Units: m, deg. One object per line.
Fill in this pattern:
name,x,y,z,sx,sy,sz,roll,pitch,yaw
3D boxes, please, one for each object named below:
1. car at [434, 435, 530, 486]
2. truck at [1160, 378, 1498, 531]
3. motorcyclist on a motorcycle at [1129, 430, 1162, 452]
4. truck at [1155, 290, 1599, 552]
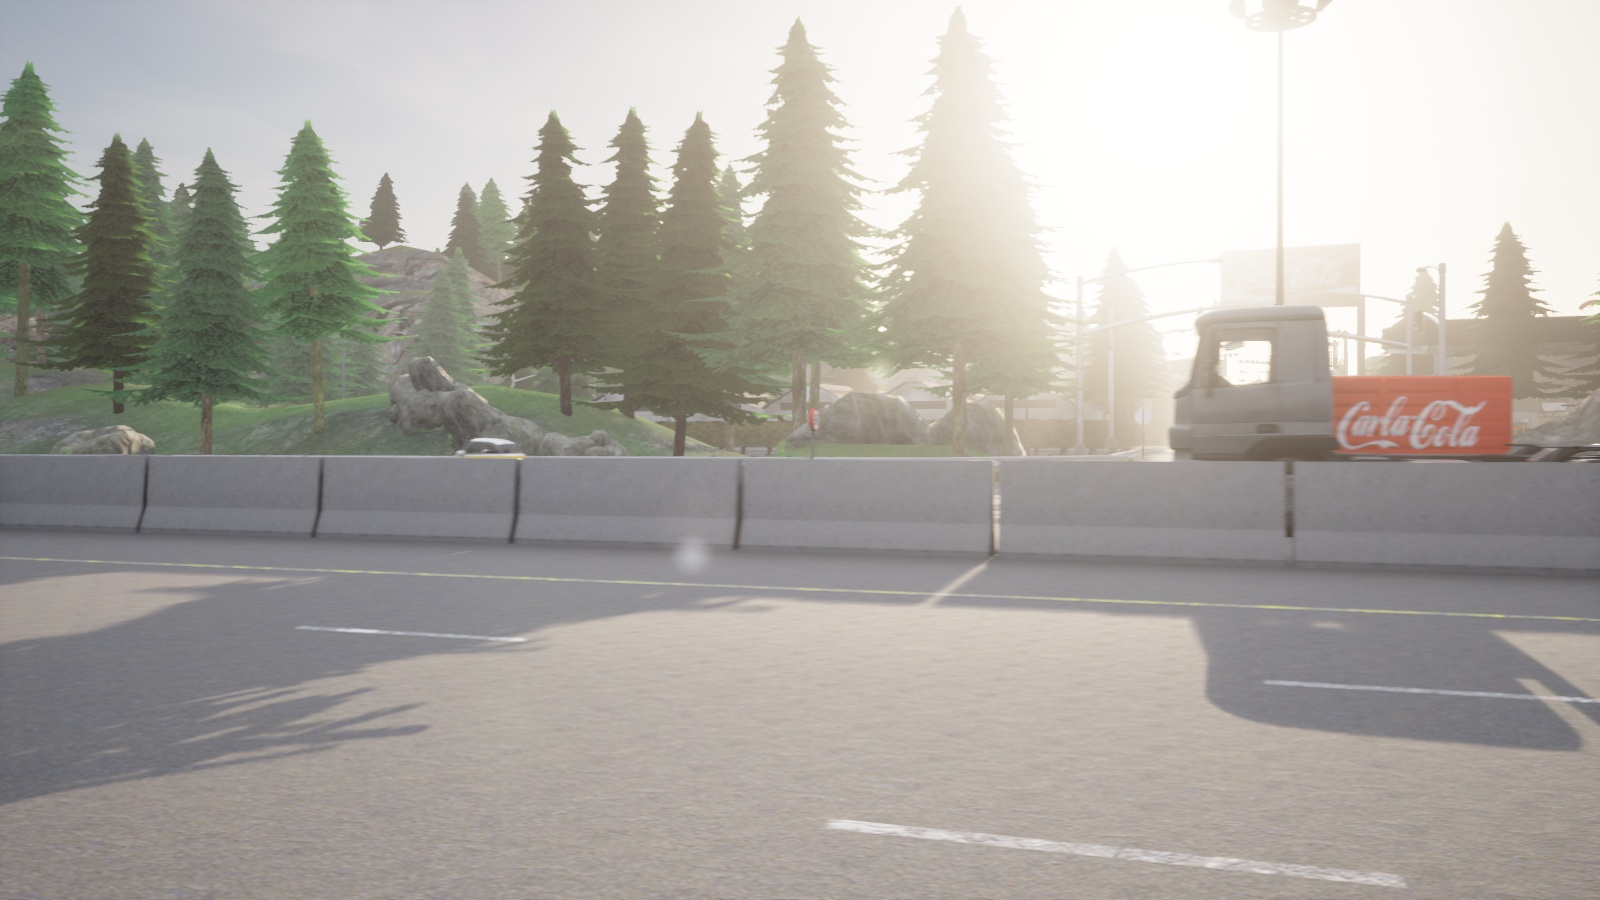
car,-9.050,0.274,35.782,2.207,1.376,1.481,1,1,19
truck,9.155,0.021,22.261,5.204,2.467,2.627,1,1,19
motorcyclist on a motorcycle,26.157,-0.689,95.130,2.350,1.649,0.766,-1,1,19
truck,9.424,-0.416,18.470,7.936,3.462,2.891,1,1,19
